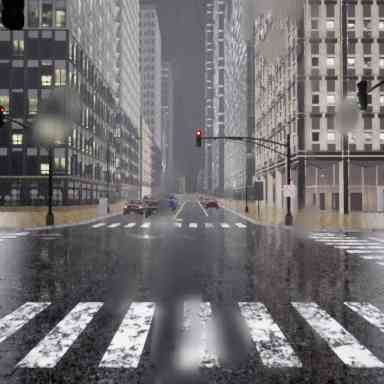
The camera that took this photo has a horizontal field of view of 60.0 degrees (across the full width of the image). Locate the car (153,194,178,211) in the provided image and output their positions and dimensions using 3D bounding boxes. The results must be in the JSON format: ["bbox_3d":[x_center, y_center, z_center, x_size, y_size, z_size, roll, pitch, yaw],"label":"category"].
[{"bbox_3d":[-3.115,1.237,40.874,2.150,2.045,5.566,0,0,0],"label":"car"}]

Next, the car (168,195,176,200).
[{"bbox_3d":[-5.725,1.604,95.072,1.947,1.339,4.313,1,0,0],"label":"car"}]

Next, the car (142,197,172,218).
[{"bbox_3d":[-3.116,1.516,30.429,1.837,1.490,4.892,0,0,0],"label":"car"}]

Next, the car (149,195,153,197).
[{"bbox_3d":[-5.694,1.332,44.896,2.192,1.841,5.009,1,0,0],"label":"car"}]

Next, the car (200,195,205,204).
[{"bbox_3d":[2.677,1.547,56.288,1.752,1.417,4.829,1,0,0],"label":"car"}]

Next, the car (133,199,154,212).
[{"bbox_3d":[-5.697,1.597,39.321,1.802,1.307,4.206,1,0,0],"label":"car"}]

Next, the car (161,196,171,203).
[{"bbox_3d":[-5.713,1.573,72.771,1.887,1.381,4.507,1,0,0],"label":"car"}]

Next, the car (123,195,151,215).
[{"bbox_3d":[-5.691,1.453,33.745,1.967,1.590,4.097,1,0,0],"label":"car"}]

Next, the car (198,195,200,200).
[{"bbox_3d":[2.673,1.590,61.695,1.947,1.339,4.313,1,0,0],"label":"car"}]

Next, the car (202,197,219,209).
[{"bbox_3d":[2.680,1.599,44.962,1.802,1.307,4.206,1,0,0],"label":"car"}]

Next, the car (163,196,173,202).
[{"bbox_3d":[-5.715,1.581,78.347,2.008,1.369,4.403,1,0,0],"label":"car"}]

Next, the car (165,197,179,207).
[{"bbox_3d":[-3.112,1.524,51.519,1.837,1.490,4.892,0,0,0],"label":"car"}]

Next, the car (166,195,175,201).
[{"bbox_3d":[-5.721,1.587,89.497,2.008,1.369,4.403,1,0,0],"label":"car"}]
